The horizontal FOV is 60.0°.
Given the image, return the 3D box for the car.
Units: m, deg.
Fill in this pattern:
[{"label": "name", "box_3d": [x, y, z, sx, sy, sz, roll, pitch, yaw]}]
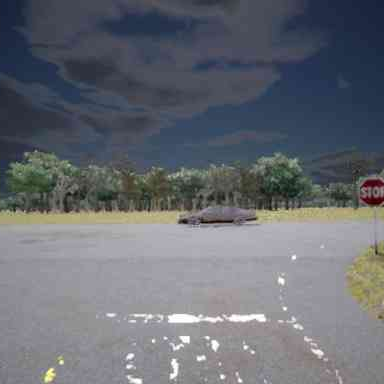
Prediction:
[{"label": "car", "box_3d": [1.743, 1.603, 22.689, 5.357, 1.411, 2.033, -2, -2, -1]}]
